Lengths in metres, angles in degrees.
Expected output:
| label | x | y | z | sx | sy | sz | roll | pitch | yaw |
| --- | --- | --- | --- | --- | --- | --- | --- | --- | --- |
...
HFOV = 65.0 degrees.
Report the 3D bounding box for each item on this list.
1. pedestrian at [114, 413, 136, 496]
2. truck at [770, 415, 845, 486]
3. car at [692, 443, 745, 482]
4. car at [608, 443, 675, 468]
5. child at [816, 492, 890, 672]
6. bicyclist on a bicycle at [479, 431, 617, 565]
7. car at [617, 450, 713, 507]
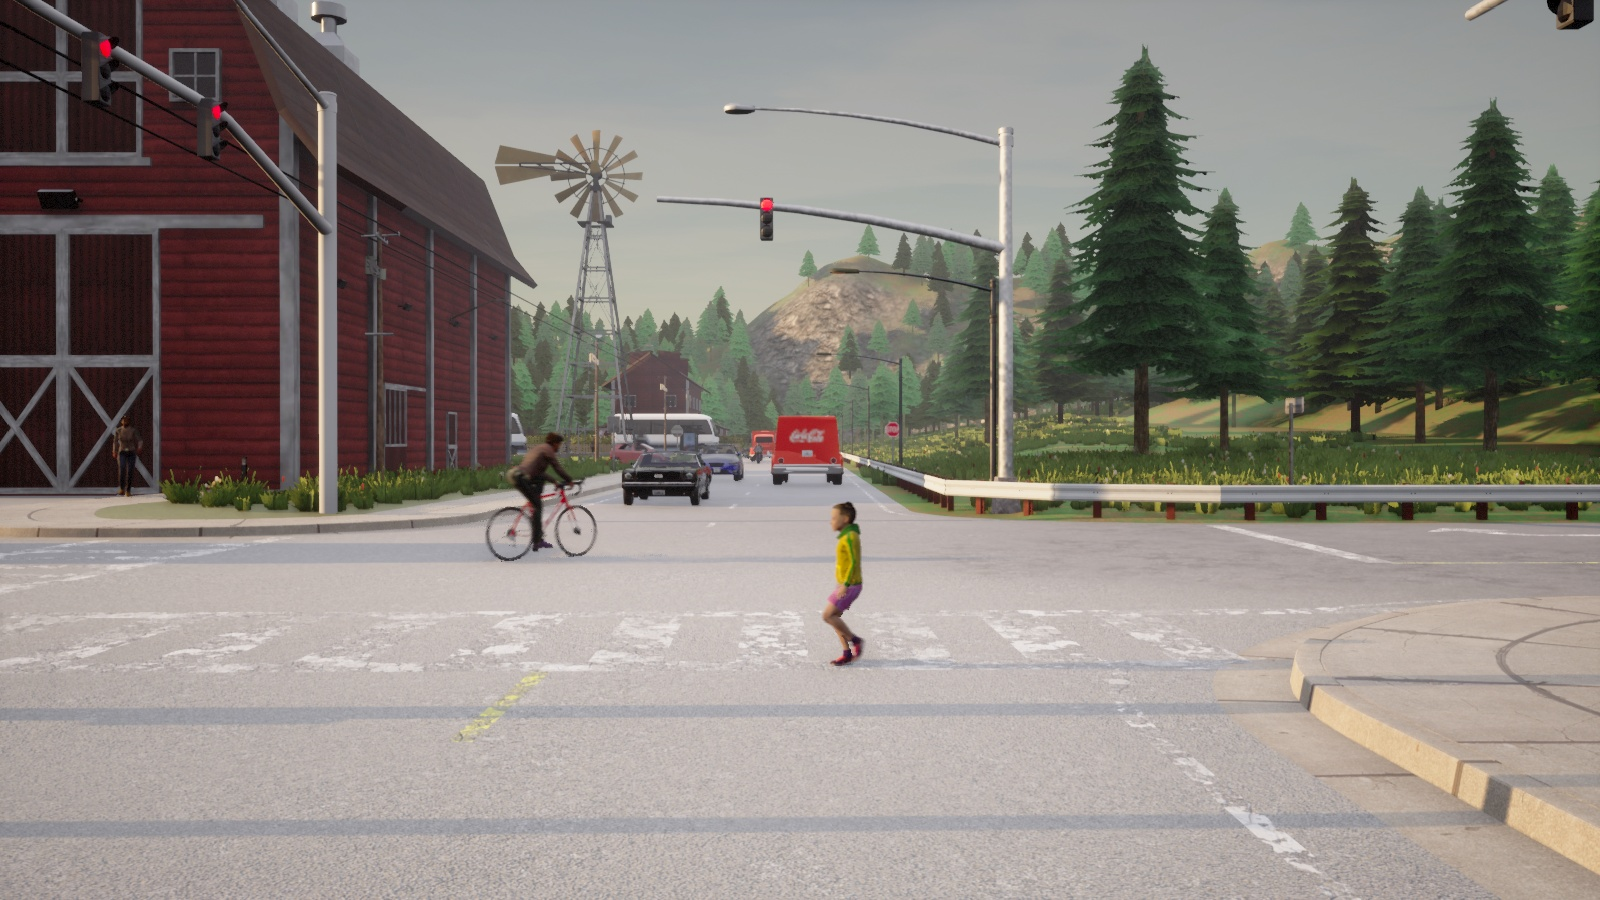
| label | x | y | z | sx | sy | sz | roll | pitch | yaw |
| --- | --- | --- | --- | --- | --- | --- | --- | --- | --- |
| pedestrian | -14.880 | 0.092 | 27.692 | 0.328 | 1.805 | 0.869 | 0 | 0 | -23 |
| truck | 0.271 | -0.002 | 46.374 | 2.627 | 2.467 | 5.204 | 0 | 0 | 0 |
| car | -3.208 | 0.474 | 50.193 | 1.816 | 1.474 | 4.193 | 0 | 0 | 0 |
| car | -9.539 | 0.325 | 75.799 | 3.633 | 1.501 | 1.845 | 0 | 0 | 7 |
| child | 0.346 | 0.865 | 8.344 | 0.473 | 1.160 | 0.299 | 0 | 0 | -1 |
| bicyclist on a bicycle | -3.197 | 0.589 | 16.015 | 1.656 | 1.620 | 0.582 | 0 | -1 | -44 |
| car | -3.310 | 0.665 | 31.709 | 1.895 | 1.301 | 4.718 | 0 | 0 | 0 |
